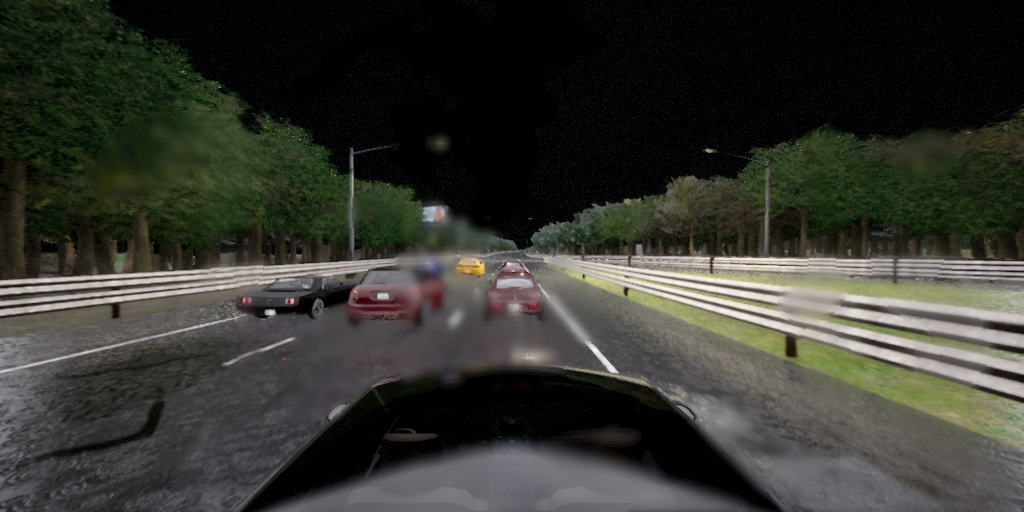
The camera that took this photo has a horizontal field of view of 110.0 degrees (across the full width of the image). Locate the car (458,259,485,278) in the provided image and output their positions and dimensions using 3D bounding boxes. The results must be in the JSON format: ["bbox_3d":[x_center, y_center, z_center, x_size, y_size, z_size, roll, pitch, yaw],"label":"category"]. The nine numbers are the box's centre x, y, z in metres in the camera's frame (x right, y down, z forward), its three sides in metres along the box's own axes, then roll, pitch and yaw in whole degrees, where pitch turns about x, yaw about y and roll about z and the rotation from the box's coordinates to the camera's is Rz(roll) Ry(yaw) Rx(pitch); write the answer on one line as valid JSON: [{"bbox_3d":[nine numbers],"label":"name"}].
[{"bbox_3d":[-3.411,0.991,30.598,1.882,1.535,5.008,0,1,0],"label":"car"}]

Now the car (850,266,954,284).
[{"bbox_3d":[23.352,0.864,21.654,1.994,1.385,4.181,0,0,-27],"label":"car"}]

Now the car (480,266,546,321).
[{"bbox_3d":[0.096,1.237,12.147,1.812,1.442,4.674,0,0,0],"label":"car"}]

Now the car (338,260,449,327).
[{"bbox_3d":[-3.403,1.066,11.596,2.097,1.767,4.553,0,0,0],"label":"car"}]

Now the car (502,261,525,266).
[{"bbox_3d":[0.090,1.090,29.538,1.994,1.385,4.181,0,1,0],"label":"car"}]

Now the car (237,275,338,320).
[{"bbox_3d":[-6.910,1.309,12.474,1.895,1.301,4.718,0,0,0],"label":"car"}]

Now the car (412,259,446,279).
[{"bbox_3d":[-6.897,1.043,30.218,1.812,1.442,4.674,0,1,0],"label":"car"}]
